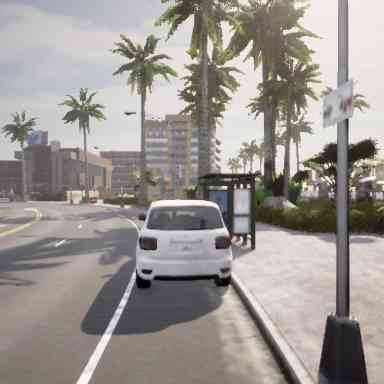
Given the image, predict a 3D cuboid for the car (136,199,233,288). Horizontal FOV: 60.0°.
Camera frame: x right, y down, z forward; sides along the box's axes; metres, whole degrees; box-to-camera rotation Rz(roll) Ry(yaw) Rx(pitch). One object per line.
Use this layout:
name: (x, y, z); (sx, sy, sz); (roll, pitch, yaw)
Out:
car: (-0.340, 1.217, 9.382); (2.150, 2.045, 5.566); (0, 0, -5)
